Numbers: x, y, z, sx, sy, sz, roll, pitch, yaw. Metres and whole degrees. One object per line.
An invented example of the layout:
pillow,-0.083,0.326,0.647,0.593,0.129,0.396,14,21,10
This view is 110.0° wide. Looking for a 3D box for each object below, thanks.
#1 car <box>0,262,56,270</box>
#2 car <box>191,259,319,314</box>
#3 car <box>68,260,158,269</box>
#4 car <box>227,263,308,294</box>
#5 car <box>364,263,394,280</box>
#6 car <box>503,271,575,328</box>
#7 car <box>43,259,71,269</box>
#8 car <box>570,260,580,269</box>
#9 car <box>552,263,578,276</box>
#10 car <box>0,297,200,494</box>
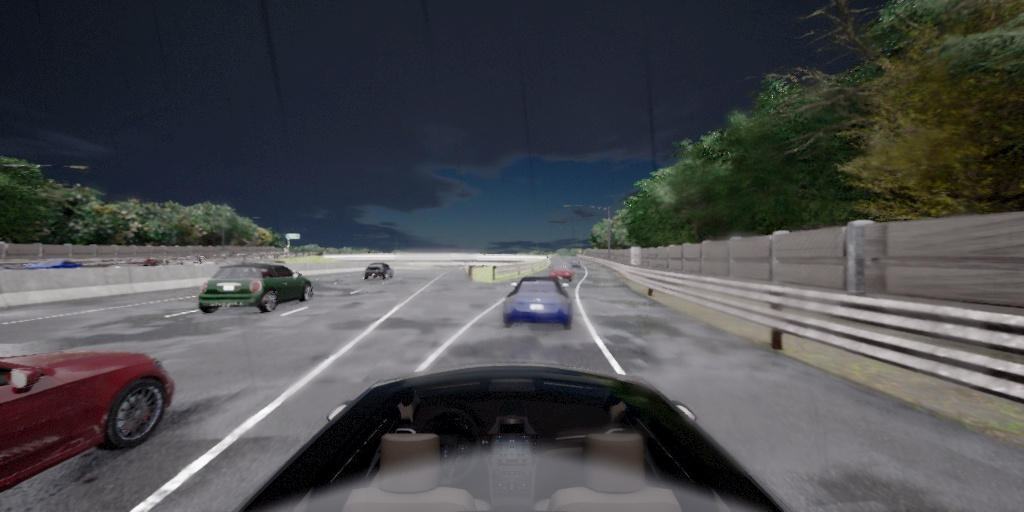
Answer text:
car,-32.172,1.235,22.385,1.994,1.385,4.181,0,-1,-8
car,-9.619,1.086,13.927,2.097,1.767,4.553,0,0,-8
car,-25.270,1.224,23.566,1.837,1.490,4.892,0,-1,-8
car,-14.145,1.235,21.173,1.882,1.535,5.008,0,0,-8
car,-12.276,1.397,33.310,1.837,1.490,4.892,0,-1,-8
car,0.876,1.350,11.564,1.994,1.385,4.181,0,0,6
car,-44.406,1.111,34.875,1.882,1.535,5.008,1,0,-24
car,11.085,1.447,63.212,2.033,1.411,5.357,0,1,9
car,4.475,1.552,31.599,1.895,1.301,4.718,0,-1,13
car,-4.567,1.254,2.099,1.812,1.442,4.674,0,0,-8
